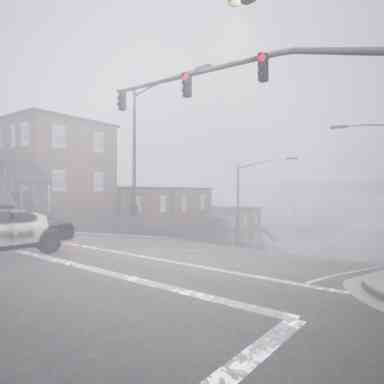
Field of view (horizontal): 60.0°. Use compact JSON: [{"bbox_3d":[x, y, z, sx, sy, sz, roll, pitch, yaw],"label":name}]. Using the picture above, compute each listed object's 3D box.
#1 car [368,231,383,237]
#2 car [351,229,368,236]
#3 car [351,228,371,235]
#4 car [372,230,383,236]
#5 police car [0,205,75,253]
[{"bbox_3d":[42.863,9.331,74.267,4.974,1.542,2.038,0,0,1],"label":"car"},{"bbox_3d":[39.199,9.313,77.061,2.038,1.542,4.974,0,0,-9],"label":"car"},{"bbox_3d":[39.191,9.156,77.112,1.853,1.218,4.536,0,0,-9],"label":"car"},{"bbox_3d":[42.915,9.174,74.266,4.536,1.218,1.853,0,0,1],"label":"car"},{"bbox_3d":[-6.434,1.222,10.667,2.038,1.542,4.974,2,0,38],"label":"police car"}]
